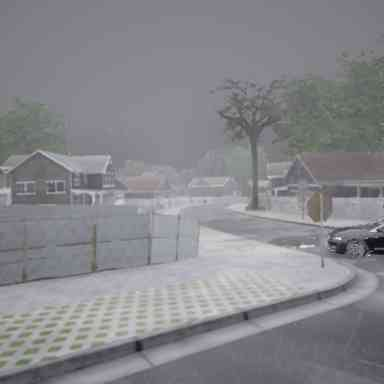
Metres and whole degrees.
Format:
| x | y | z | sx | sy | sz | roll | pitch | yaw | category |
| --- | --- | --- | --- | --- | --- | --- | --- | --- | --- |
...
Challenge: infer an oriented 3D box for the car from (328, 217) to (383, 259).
| x | y | z | sx | sy | sz | roll | pitch | yaw | category |
| --- | --- | --- | --- | --- | --- | --- | --- | --- | --- |
| 7.521 | 1.560 | 11.946 | 4.902 | 1.511 | 2.128 | -3 | 1 | 24 | car |
